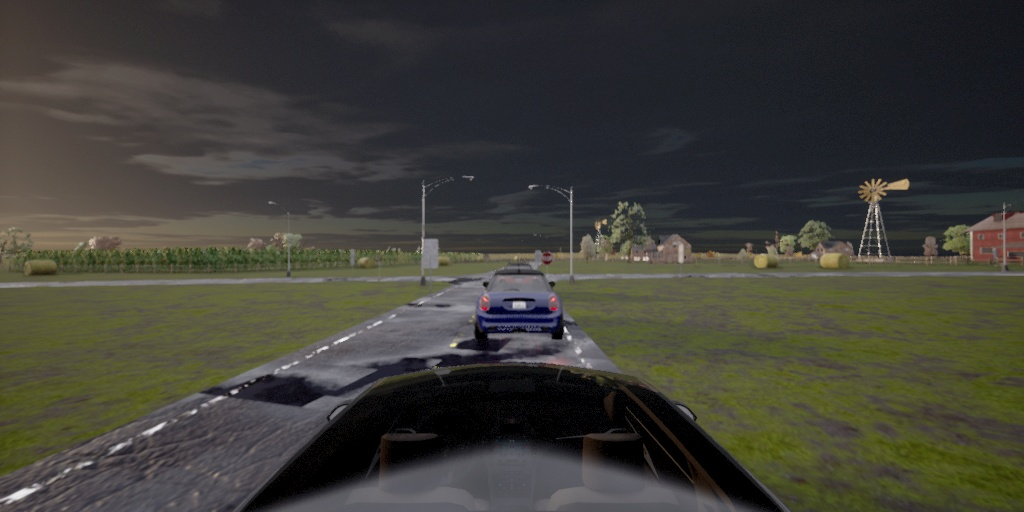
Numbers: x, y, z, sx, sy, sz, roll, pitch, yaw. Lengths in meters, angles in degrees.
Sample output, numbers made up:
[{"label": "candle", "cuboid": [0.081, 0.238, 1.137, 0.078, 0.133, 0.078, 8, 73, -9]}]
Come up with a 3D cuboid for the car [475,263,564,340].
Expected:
[{"label": "car", "cuboid": [0.192, 1.134, 10.238, 2.097, 1.767, 4.553, 0, 0, 1]}]
